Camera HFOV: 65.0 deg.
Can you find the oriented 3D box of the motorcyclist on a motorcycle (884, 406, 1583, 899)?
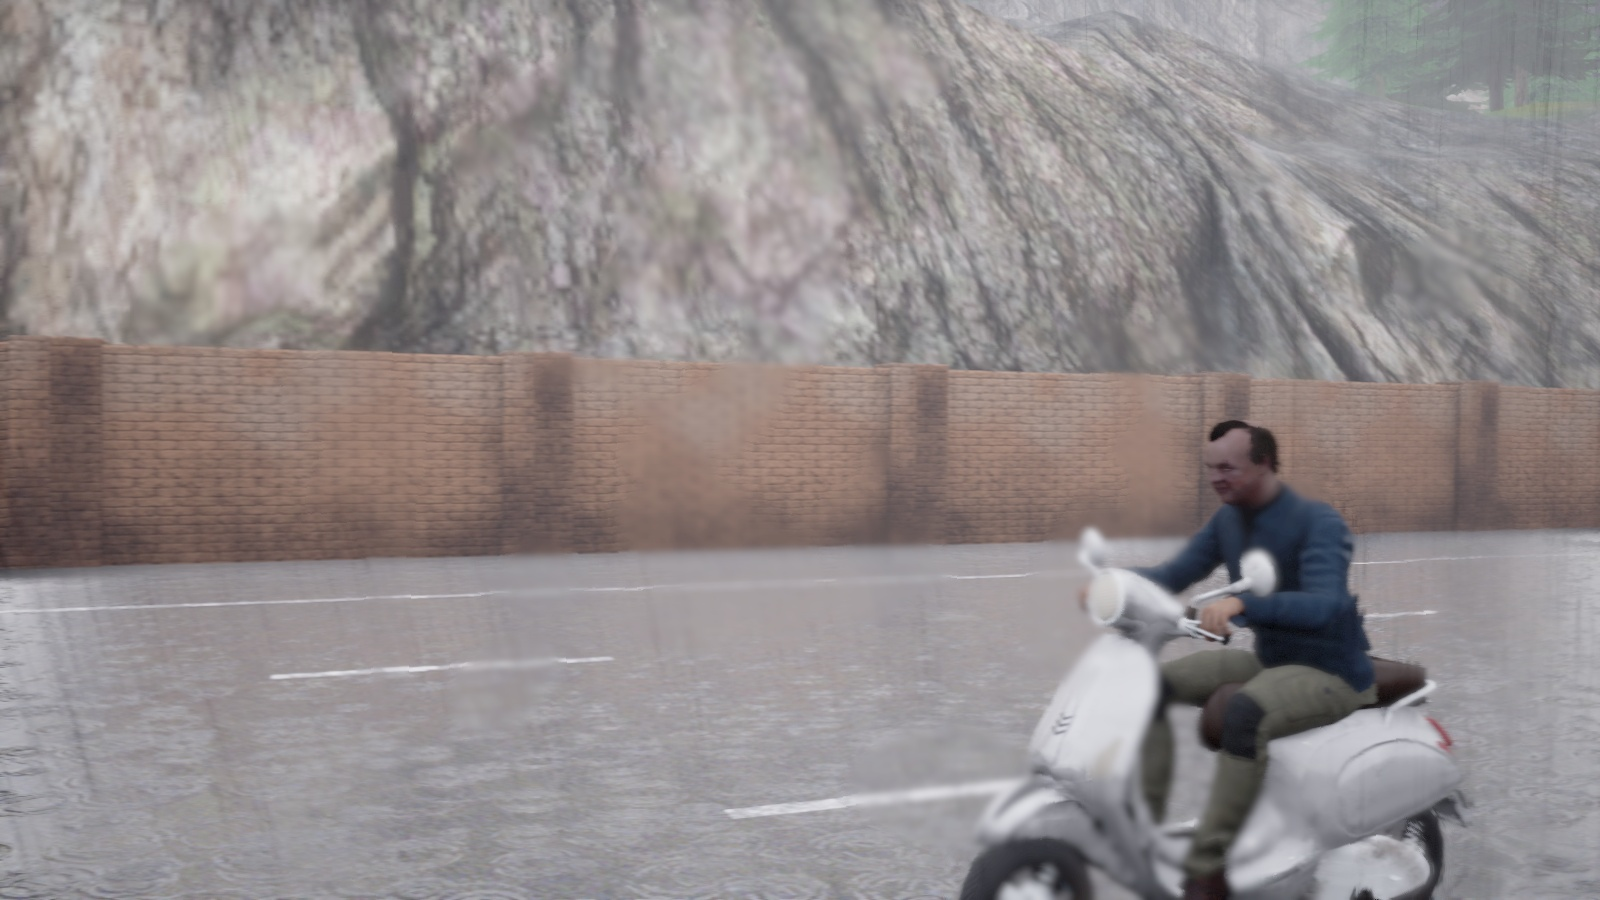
[{"bbox_3d":[1.265,0.677,3.720,1.817,1.590,0.866,-1,1,-21],"label":"motorcyclist on a motorcycle"}]
